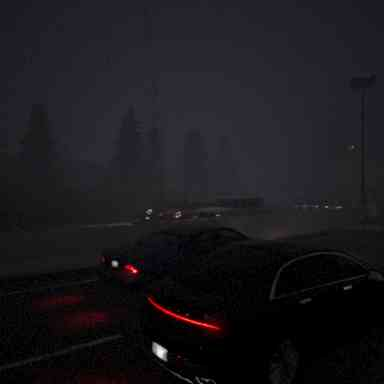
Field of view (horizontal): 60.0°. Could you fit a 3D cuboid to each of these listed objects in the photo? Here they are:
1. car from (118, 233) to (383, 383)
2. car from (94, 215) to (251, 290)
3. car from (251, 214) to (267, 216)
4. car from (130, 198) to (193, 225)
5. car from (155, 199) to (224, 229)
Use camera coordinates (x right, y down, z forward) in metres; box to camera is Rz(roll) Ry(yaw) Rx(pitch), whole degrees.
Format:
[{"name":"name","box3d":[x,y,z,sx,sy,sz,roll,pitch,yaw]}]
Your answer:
[{"name":"car","box3d":[1.542,1.515,5.188,4.892,1.490,1.837,0,0,-38]},{"name":"car","box3d":[0.308,1.566,8.601,5.357,1.411,2.033,0,0,-39]},{"name":"car","box3d":[2.497,1.262,20.174,5.566,2.045,2.150,0,0,-45]},{"name":"car","box3d":[-2.249,1.409,25.387,2.097,1.767,4.553,0,0,45]},{"name":"car","box3d":[-0.090,1.401,22.607,4.553,1.767,2.097,0,0,-45]}]
